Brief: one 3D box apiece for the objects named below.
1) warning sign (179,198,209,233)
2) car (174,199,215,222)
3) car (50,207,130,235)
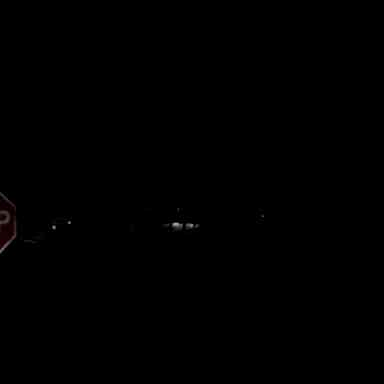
[{"bbox_3d":[0.126,1.291,18.963,1.300,1.860,1.060,1,0,35],"label":"warning sign"},{"bbox_3d":[0.479,1.546,28.692,2.097,1.767,4.553,0,0,35],"label":"car"},{"bbox_3d":[-5.890,1.639,19.696,2.128,1.511,4.902,0,0,37],"label":"car"}]
